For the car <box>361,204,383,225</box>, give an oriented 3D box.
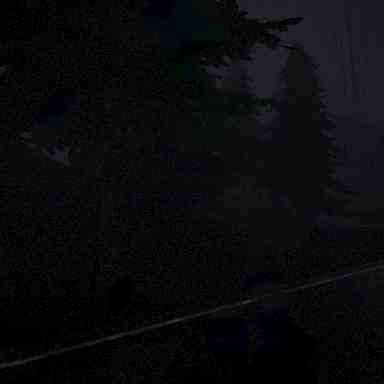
[{"bbox_3d":[13.496,1.510,21.630,1.812,1.442,4.674,0,0,-35],"label":"car"}]
